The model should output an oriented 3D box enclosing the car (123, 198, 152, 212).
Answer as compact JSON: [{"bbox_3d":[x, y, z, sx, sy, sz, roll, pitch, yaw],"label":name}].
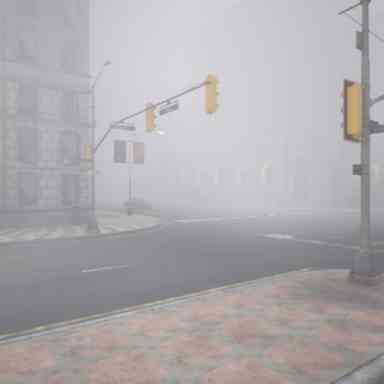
[{"bbox_3d":[-6.487,1.457,39.431,1.882,1.535,5.008,0,0,-36],"label":"car"}]
